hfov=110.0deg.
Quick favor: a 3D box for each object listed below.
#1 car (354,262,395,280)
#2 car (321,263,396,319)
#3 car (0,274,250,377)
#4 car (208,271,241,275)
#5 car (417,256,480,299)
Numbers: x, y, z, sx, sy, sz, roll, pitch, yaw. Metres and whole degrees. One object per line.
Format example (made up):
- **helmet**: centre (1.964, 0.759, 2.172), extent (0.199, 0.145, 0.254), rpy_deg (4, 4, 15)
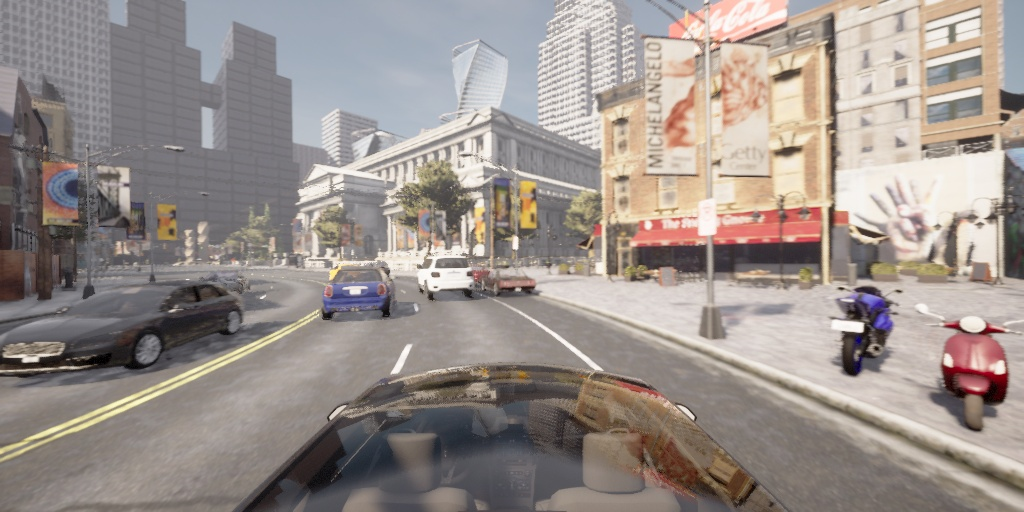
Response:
- **car**: centre (-13.391, 1.407, 34.659), extent (2.128, 1.511, 4.902), rpy_deg (-1, 0, -41)
- **car**: centre (-5.559, 1.171, 13.495), extent (2.097, 1.767, 4.553), rpy_deg (-1, 0, -15)
- **car**: centre (-7.932, 1.357, 7.919), extent (1.837, 1.490, 4.892), rpy_deg (0, 0, -12)
- **car**: centre (-15.795, 1.515, 19.683), extent (1.994, 1.385, 4.181), rpy_deg (-1, 0, -30)
- **car**: centre (-3.594, 1.013, 18.701), extent (2.150, 2.045, 5.566), rpy_deg (-1, 0, -21)
